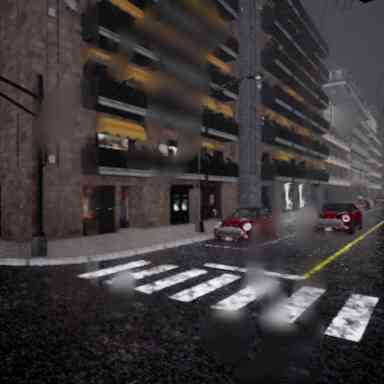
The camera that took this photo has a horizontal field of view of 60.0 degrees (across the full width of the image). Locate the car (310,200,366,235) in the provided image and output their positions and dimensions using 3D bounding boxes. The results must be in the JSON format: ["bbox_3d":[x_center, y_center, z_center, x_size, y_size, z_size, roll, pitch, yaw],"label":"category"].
[{"bbox_3d":[8.392,1.371,19.186,2.097,1.767,4.553,0,0,35],"label":"car"}]

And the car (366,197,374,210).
[{"bbox_3d":[22.195,1.658,43.545,1.802,1.307,4.206,0,0,35],"label":"car"}]

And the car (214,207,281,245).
[{"bbox_3d":[2.687,1.464,15.734,1.967,1.590,4.097,0,0,35],"label":"car"}]

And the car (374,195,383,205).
[{"bbox_3d":[35.203,1.441,62.089,2.192,1.841,5.009,0,0,35],"label":"car"}]
